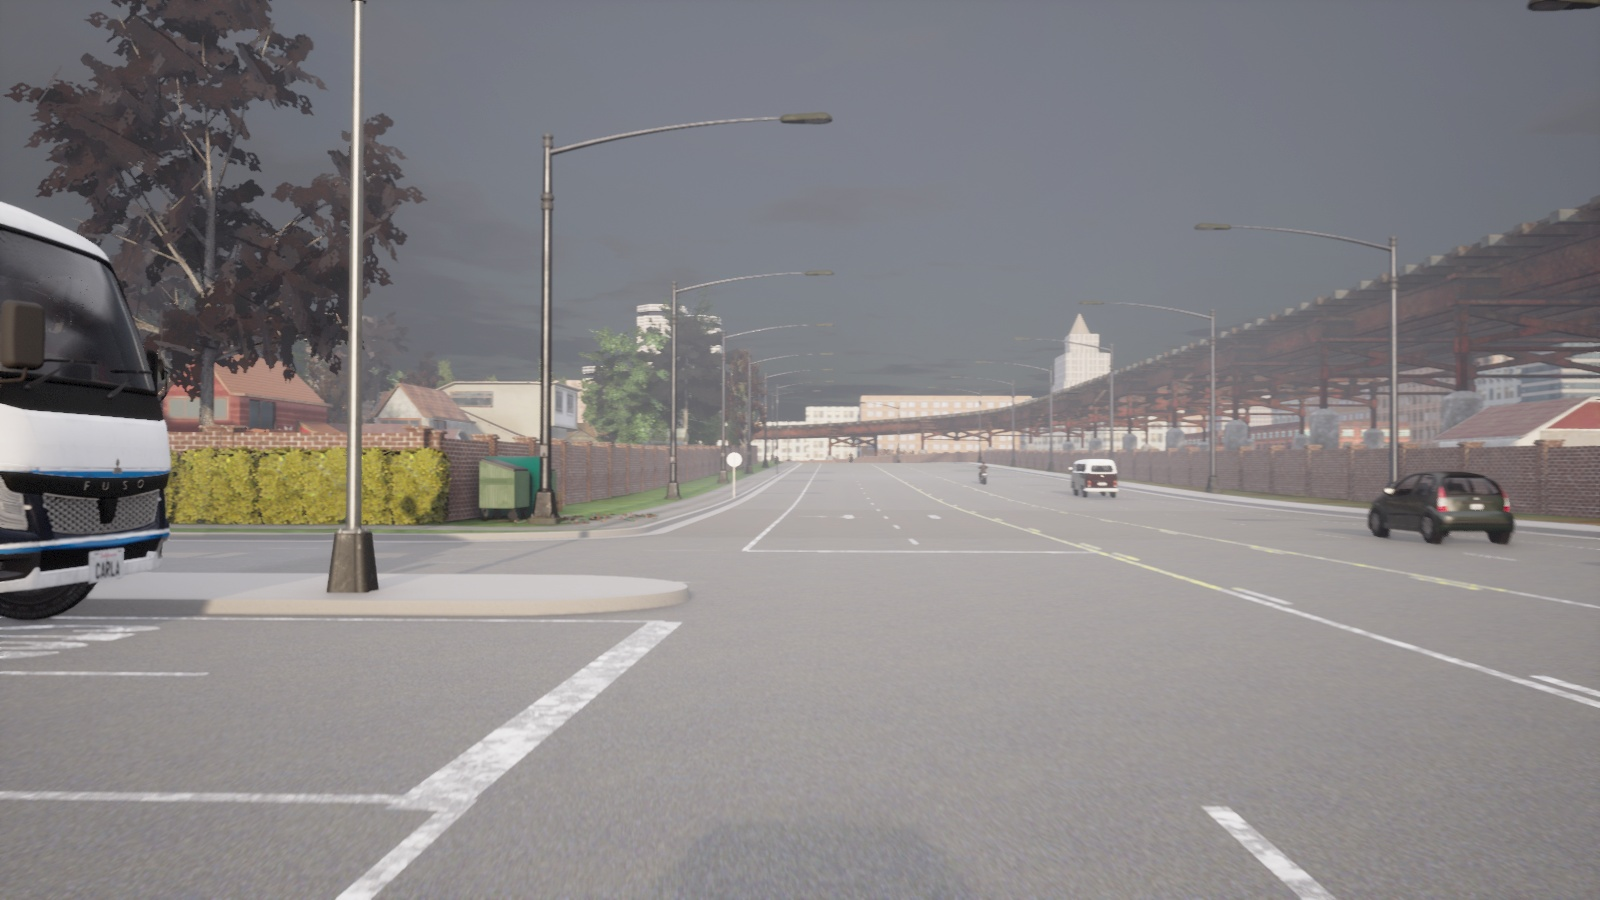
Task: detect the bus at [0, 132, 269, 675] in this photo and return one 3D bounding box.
[{"bbox_3d":[-10.897,-0.320,11.621,10.273,4.253,3.944,0,-1,-2],"label":"bus"}]

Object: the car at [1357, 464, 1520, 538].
[{"bbox_3d":[14.794,1.141,29.350,1.851,1.617,3.988,0,-1,1],"label":"car"}]

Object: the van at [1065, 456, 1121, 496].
[{"bbox_3d":[15.793,1.375,67.796,2.069,2.038,4.480,0,0,1],"label":"van"}]
